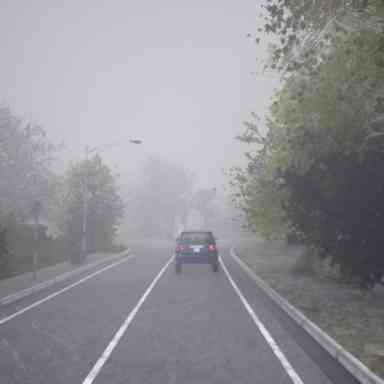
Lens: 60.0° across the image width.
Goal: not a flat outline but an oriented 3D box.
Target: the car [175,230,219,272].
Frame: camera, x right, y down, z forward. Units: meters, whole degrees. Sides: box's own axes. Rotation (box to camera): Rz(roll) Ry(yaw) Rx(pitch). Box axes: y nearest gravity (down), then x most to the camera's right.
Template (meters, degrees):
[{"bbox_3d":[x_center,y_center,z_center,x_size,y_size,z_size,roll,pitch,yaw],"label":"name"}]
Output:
[{"bbox_3d":[0.251,3.118,18.342,2.150,2.045,5.566,-1,-6,0],"label":"car"}]

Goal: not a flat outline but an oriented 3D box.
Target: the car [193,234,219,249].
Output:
[{"bbox_3d":[1.583,5.154,35.048,2.033,1.411,5.357,-2,-7,9],"label":"car"}]
